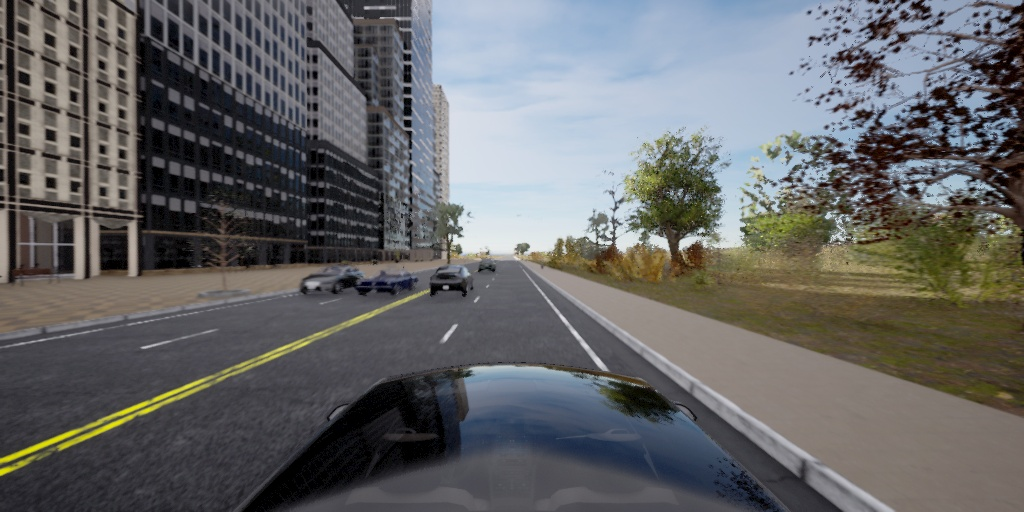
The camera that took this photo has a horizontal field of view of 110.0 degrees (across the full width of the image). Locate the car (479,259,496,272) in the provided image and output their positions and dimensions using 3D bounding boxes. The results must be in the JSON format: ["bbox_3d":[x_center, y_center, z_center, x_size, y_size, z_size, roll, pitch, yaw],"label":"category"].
[{"bbox_3d":[-3.146,1.121,46.834,2.097,1.767,4.553,0,0,0],"label":"car"}]

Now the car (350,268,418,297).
[{"bbox_3d":[-6.591,1.376,19.306,1.895,1.301,4.718,0,0,0],"label":"car"}]

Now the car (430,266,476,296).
[{"bbox_3d":[-3.151,1.267,19.508,1.837,1.490,4.892,0,0,0],"label":"car"}]

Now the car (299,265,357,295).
[{"bbox_3d":[-9.837,1.278,20.085,2.128,1.511,4.902,0,0,0],"label":"car"}]
